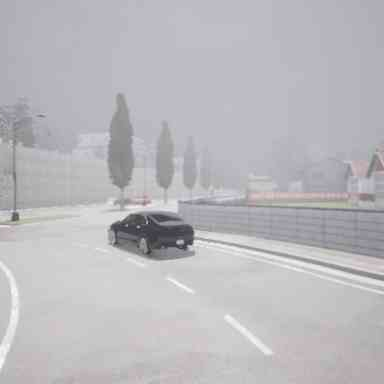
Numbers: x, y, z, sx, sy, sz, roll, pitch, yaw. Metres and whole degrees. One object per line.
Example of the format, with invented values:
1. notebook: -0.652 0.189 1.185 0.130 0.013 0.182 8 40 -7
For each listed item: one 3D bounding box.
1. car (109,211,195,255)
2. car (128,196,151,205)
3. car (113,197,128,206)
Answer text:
1. car: -1.803 1.521 13.512 1.837 1.490 4.892 -1 0 -35
2. car: -9.008 1.441 59.546 2.097 1.767 4.553 -1 0 15
3. car: -12.461 1.637 60.170 2.128 1.511 4.902 -1 0 15
